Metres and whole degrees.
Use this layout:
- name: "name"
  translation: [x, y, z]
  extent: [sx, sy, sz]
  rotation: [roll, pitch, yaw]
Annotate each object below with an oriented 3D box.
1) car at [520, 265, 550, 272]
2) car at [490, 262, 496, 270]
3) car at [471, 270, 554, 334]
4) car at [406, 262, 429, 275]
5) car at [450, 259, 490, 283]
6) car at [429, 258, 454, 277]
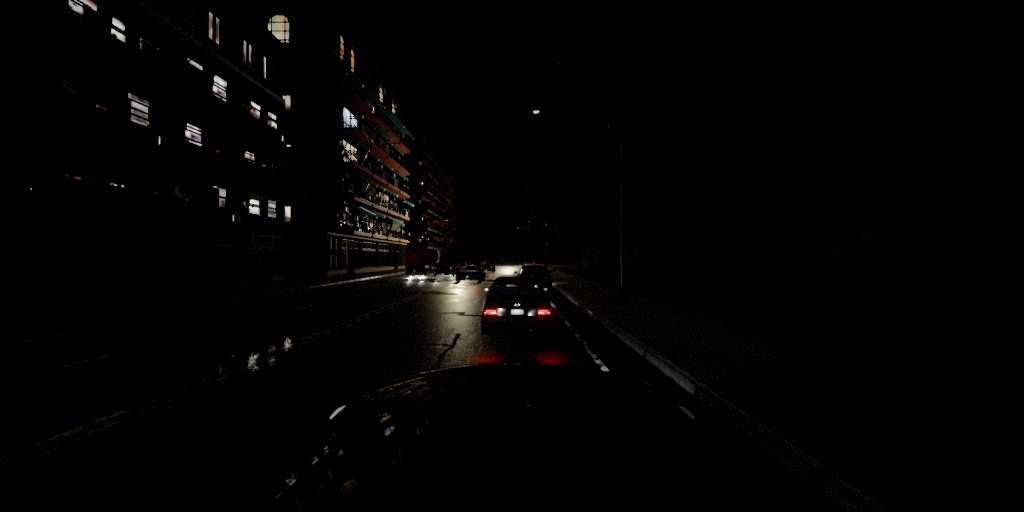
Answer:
- name: "car"
  translation: [1.177, 1.257, 20.219]
  extent: [1.837, 1.490, 4.892]
  rotation: [0, 0, 0]
- name: "car"
  translation: [-3.054, 1.352, 44.548]
  extent: [1.895, 1.301, 4.718]
  rotation: [0, 0, 0]
- name: "car"
  translation: [0.120, 1.299, 10.531]
  extent: [2.033, 1.411, 5.357]
  rotation: [0, 0, 0]
- name: "car"
  translation: [-9.772, 1.316, 37.970]
  extent: [1.994, 1.385, 4.181]
  rotation: [0, 0, 0]
- name: "car"
  translation: [-3.095, 1.243, 27.393]
  extent: [2.128, 1.511, 4.902]
  rotation: [0, 0, 0]
- name: "car"
  translation: [-6.526, 1.104, 36.019]
  extent: [2.097, 1.767, 4.553]
  rotation: [0, 0, 0]
